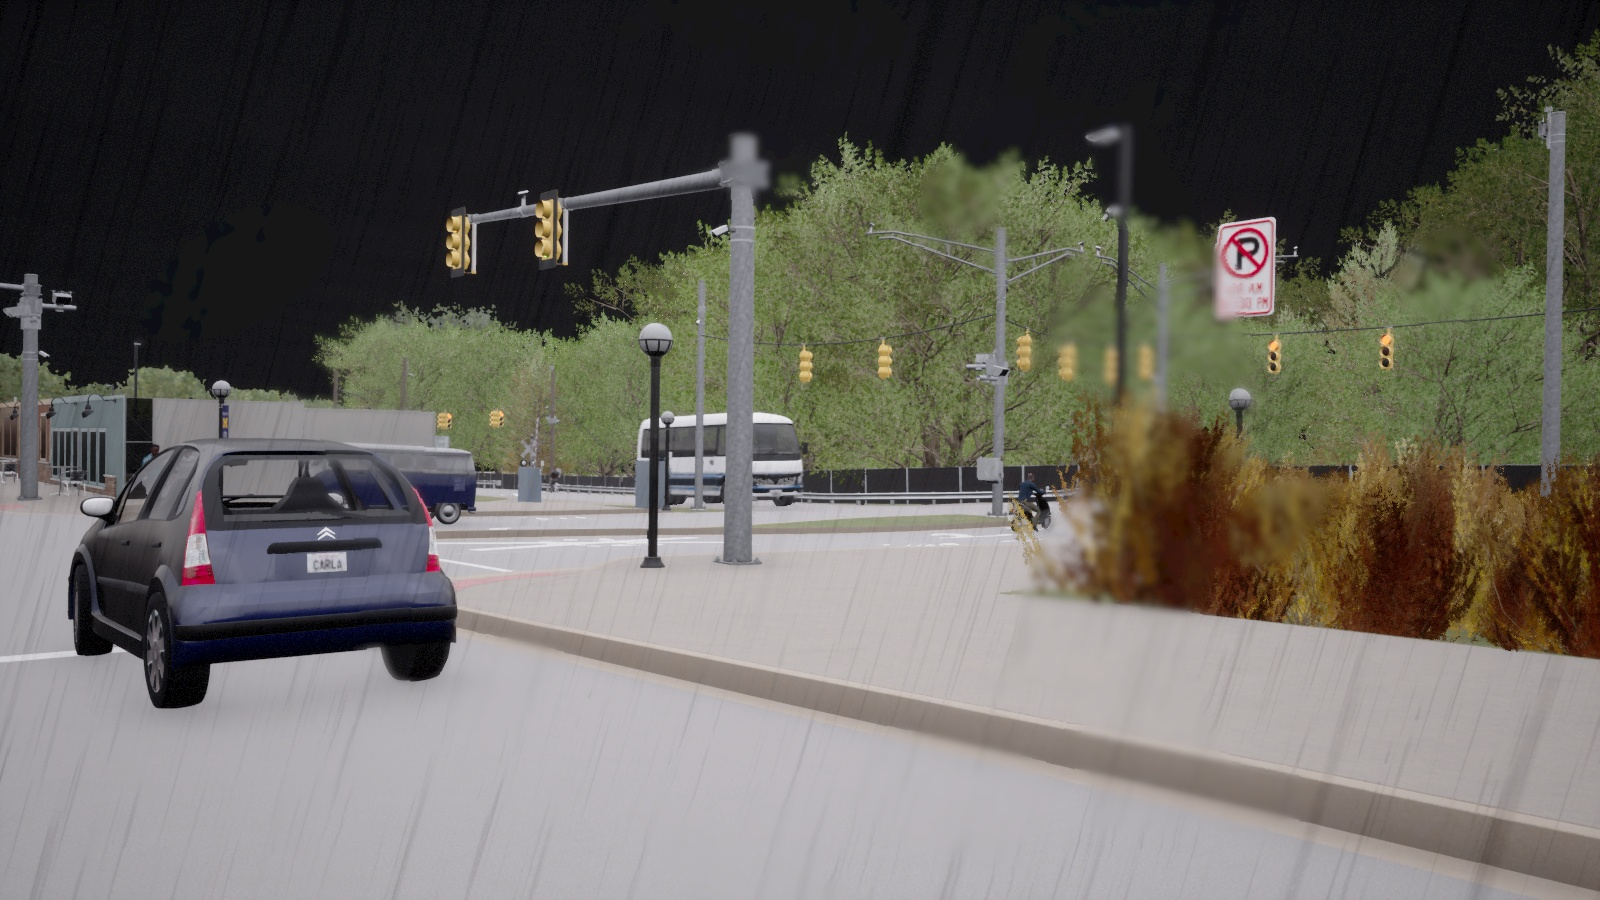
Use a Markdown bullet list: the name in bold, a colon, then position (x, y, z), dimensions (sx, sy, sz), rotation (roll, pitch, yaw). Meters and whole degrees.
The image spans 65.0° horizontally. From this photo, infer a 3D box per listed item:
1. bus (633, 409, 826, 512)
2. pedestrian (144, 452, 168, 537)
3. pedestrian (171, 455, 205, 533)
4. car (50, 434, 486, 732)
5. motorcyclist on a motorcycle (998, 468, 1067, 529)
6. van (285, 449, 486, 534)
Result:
- **bus**: position (-3.480, 0.518, 57.589), dimensions (3.944, 4.253, 10.273), rotation (-1, -1, -35)
- **pedestrian**: position (-14.772, 1.006, 28.784), dimensions (0.396, 1.930, 0.692), rotation (-1, 1, -34)
- **pedestrian**: position (-15.634, 1.103, 32.090), dimensions (0.659, 1.952, 0.873), rotation (0, 1, -19)
- **car**: position (-3.969, 0.760, 8.959), dimensions (1.851, 1.617, 3.988), rotation (-1, -1, -38)
- **motorcyclist on a motorcycle**: position (6.381, 1.320, 34.445), dimensions (1.817, 1.590, 0.866), rotation (-1, 0, -39)
- **van**: position (-10.428, 1.055, 31.788), dimensions (4.442, 1.987, 1.775), rotation (2, -2, -41)
